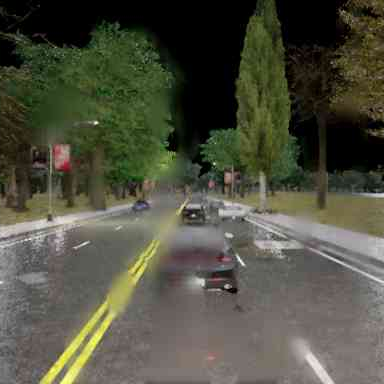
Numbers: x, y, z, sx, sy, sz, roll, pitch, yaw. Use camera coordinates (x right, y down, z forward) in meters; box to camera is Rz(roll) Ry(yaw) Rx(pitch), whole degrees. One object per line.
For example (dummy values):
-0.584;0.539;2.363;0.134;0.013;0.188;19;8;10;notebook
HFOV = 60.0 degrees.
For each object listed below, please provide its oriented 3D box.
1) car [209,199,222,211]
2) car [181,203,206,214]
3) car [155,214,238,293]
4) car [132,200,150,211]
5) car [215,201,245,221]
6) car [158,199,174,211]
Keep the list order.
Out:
3.341;1.699;45.291;2.128;1.511;4.902;0;0;0;car
0.114;1.639;27.745;1.882;1.535;5.008;0;0;0;car
0.104;1.567;9.042;1.837;1.490;4.892;0;0;0;car
-6.565;1.729;43.458;1.812;1.442;4.674;0;0;0;car
3.339;1.766;28.762;1.895;1.301;4.718;0;0;0;car
-3.315;1.708;43.450;1.837;1.490;4.892;0;0;0;car
